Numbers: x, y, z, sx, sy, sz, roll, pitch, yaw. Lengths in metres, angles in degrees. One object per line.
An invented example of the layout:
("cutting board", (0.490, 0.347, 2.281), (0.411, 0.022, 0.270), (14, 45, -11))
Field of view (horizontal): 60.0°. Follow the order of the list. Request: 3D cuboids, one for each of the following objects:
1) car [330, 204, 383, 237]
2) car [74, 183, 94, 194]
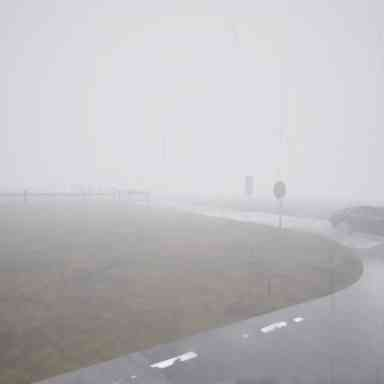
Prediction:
("car", (8.556, 1.359, 14.584), (1.837, 1.490, 4.892), (2, 2, -35))
("car", (-16.042, -0.541, 49.202), (2.128, 1.511, 4.902), (2, 1, -35))
